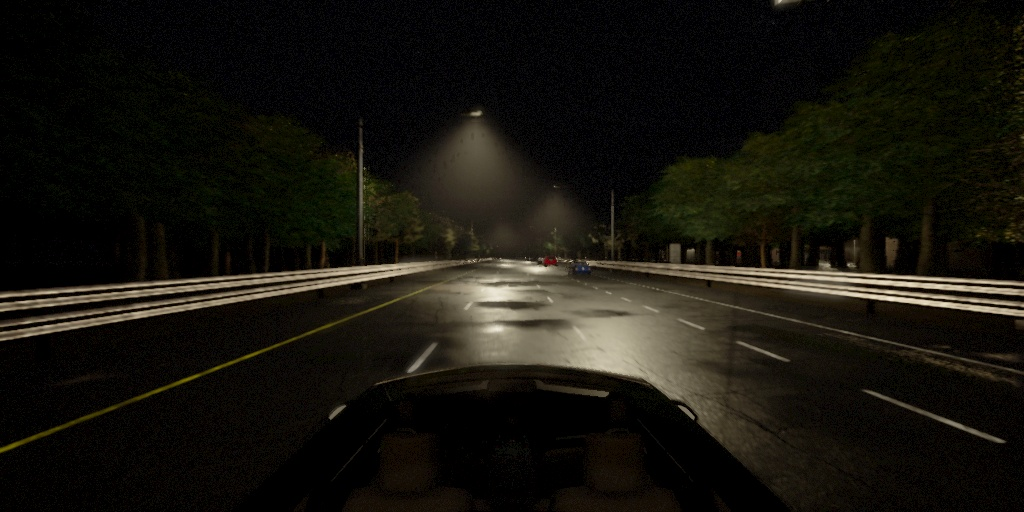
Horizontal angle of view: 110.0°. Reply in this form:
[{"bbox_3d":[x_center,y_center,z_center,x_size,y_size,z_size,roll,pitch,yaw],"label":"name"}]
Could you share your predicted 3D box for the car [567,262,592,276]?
[{"bbox_3d":[7.001,1.310,37.769,2.033,1.411,5.357,0,0,0],"label":"car"}]
